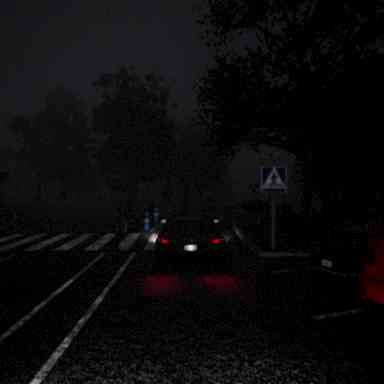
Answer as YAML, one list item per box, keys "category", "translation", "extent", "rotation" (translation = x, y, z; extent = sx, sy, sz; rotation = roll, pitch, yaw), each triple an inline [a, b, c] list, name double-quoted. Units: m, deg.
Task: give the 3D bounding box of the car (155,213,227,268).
- category: "car"
  translation: [-0.060, 1.349, 10.497]
  extent: [1.994, 1.385, 4.181]
  rotation: [0, 1, -1]

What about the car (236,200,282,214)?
- category: "car"
  translation: [6.475, 1.373, 31.568]
  extent: [4.718, 1.301, 1.895]
  rotation: [2, 0, -39]

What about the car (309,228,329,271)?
- category: "car"
  translation: [5.234, 1.325, 8.228]
  extent: [4.892, 1.521, 2.231]
  rotation: [0, 1, -21]

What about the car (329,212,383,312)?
- category: "car"
  translation: [5.312, 1.133, 5.264]
  extent: [5.566, 2.045, 2.435]
  rotation: [0, 1, -21]
